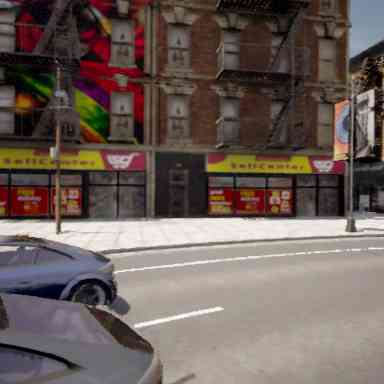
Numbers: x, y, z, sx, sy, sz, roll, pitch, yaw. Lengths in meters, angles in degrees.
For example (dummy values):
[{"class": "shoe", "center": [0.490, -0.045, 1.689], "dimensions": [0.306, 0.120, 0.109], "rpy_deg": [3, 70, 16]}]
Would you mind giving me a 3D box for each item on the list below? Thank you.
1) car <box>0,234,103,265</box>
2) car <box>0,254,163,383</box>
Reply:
[{"class": "car", "center": [-3.401, 1.456, 5.557], "dimensions": [4.181, 1.385, 1.994], "rpy_deg": [0, 1, -32]}, {"class": "car", "center": [-2.226, 1.511, 2.171], "dimensions": [4.181, 1.385, 1.994], "rpy_deg": [0, 1, -34]}]
